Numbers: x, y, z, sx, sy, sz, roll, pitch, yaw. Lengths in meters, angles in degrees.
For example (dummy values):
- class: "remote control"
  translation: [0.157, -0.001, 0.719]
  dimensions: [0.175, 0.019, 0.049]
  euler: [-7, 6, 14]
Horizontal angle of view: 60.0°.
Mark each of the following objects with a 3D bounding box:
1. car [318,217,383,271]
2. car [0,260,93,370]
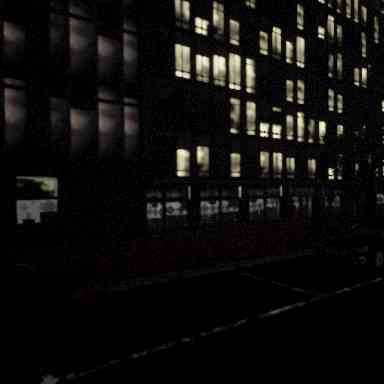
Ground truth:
- class: "car"
  translation: [5.850, 1.530, 10.742]
  dimensions: [4.403, 1.369, 2.008]
  euler: [0, 0, -35]
- class: "car"
  translation: [-3.405, 1.583, 4.142]
  dimensions: [4.206, 1.307, 1.802]
  euler: [0, 0, -35]
